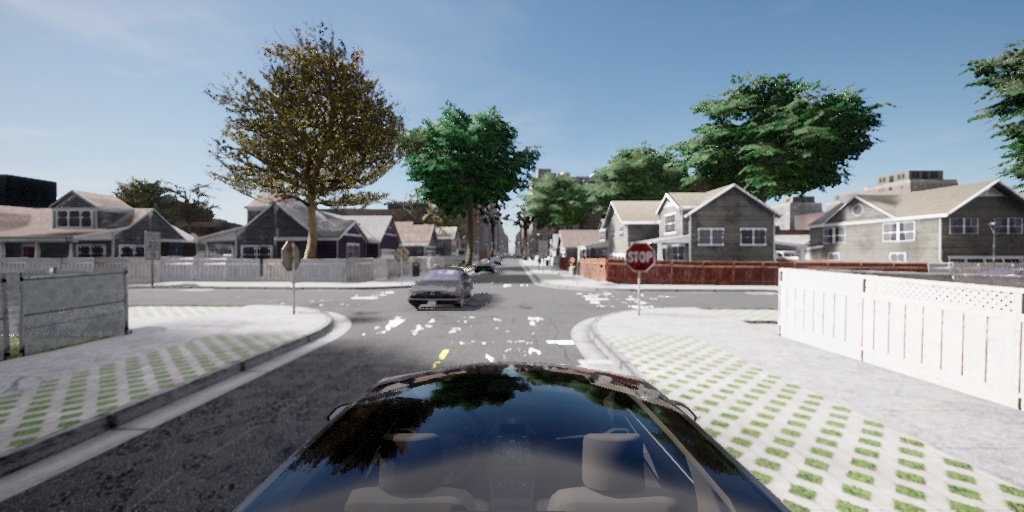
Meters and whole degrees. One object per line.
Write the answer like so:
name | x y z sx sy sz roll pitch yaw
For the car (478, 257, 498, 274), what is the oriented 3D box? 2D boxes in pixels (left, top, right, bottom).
car | -2.675 1.085 36.084 1.895 1.301 4.718 0 0 0

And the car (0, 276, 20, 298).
car | -23.004 1.043 14.422 4.892 1.490 1.837 0 0 0

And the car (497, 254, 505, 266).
car | -2.626 0.814 57.850 2.033 1.411 5.357 0 0 0

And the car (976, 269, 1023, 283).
car | 24.052 1.319 17.271 5.357 1.411 2.033 0 0 0

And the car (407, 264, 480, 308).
car | -2.721 1.192 14.866 2.033 1.411 5.357 0 0 0
